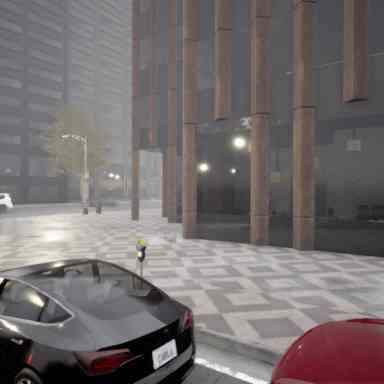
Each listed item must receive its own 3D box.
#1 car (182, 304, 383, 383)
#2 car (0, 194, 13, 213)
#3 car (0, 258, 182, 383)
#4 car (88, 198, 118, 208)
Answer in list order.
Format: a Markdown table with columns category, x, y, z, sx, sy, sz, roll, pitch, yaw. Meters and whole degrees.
| category | x | y | z | sx | sy | sz | roll | pitch | yaw |
| --- | --- | --- | --- | --- | --- | --- | --- | --- | --- |
| car | 2.642 | 1.315 | 1.075 | 5.009 | 1.841 | 2.192 | 0 | 0 | 36 |
| car | -21.305 | 1.178 | 33.822 | 2.150 | 2.045 | 5.566 | 0 | 0 | 35 |
| car | -1.945 | 1.566 | 4.352 | 4.313 | 1.339 | 1.947 | 0 | 0 | 36 |
| car | -12.381 | 1.486 | 46.373 | 1.994 | 1.385 | 4.181 | 0 | 0 | 35 |
